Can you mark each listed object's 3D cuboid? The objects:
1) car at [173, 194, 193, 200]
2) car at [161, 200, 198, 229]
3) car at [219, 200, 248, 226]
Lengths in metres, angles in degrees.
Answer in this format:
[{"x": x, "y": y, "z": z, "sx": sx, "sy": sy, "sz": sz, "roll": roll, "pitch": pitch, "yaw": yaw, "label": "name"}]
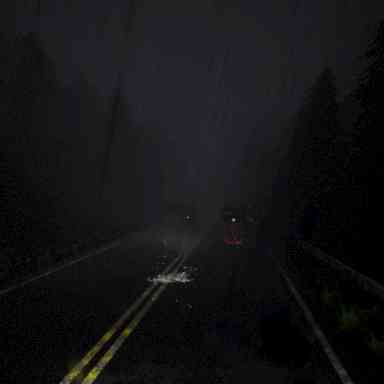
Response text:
[{"x": -1.814, "y": 1.432, "z": 64.529, "sx": 2.150, "sy": 2.045, "sz": 5.566, "roll": -2, "pitch": 0, "yaw": -29, "label": "car"}, {"x": -0.704, "y": 1.506, "z": 21.897, "sx": 2.128, "sy": 1.511, "sz": 4.902, "roll": 1, "pitch": 0, "yaw": 7, "label": "car"}, {"x": 3.023, "y": 1.586, "z": 24.283, "sx": 1.837, "sy": 1.490, "sz": 4.892, "roll": 1, "pitch": 0, "yaw": 7, "label": "car"}]
